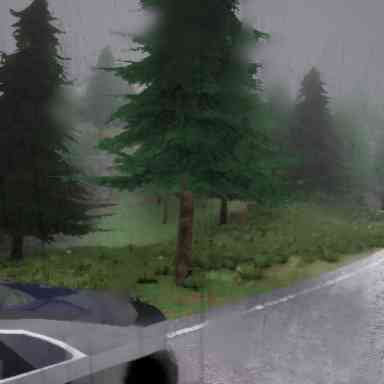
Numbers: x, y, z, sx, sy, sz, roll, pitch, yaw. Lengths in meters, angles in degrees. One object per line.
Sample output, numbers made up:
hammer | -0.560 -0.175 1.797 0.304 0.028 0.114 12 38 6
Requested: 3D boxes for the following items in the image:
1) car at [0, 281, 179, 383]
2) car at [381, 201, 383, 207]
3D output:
car | -2.366 1.488 2.056 4.902 1.511 2.128 0 0 -37
car | 22.303 1.392 37.095 2.033 1.411 5.357 3 0 25
